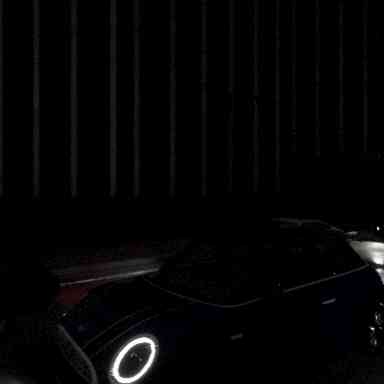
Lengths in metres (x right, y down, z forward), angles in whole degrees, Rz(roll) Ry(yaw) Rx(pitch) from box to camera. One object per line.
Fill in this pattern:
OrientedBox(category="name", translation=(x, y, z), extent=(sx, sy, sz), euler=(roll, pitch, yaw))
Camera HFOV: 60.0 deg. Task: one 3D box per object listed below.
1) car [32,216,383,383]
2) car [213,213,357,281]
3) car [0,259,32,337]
OrientedBox(category="car", translation=(0.599, 1.351, 4.414), extent=(4.553, 1.767, 2.097), euler=(0, 0, -35))
OrientedBox(category="car", translation=(3.050, 1.523, 10.448), extent=(4.674, 1.442, 1.812), euler=(0, 0, -35))
OrientedBox(category="car", translation=(-4.641, 1.602, 4.979), extent=(4.718, 1.301, 1.895), euler=(0, 0, -35))
